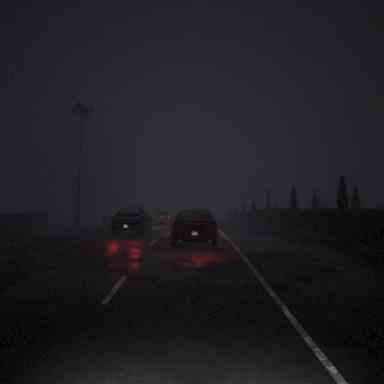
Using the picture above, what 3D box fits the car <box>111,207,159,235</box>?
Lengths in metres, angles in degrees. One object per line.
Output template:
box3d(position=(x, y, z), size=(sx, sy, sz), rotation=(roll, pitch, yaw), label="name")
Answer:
box3d(position=(-3.399, 1.639, 19.480), size=(2.128, 1.511, 4.902), rotation=(0, -2, 0), label="car")

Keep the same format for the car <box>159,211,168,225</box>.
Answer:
box3d(position=(-3.398, 3.176, 39.869), size=(2.097, 1.767, 4.553), rotation=(0, -7, 0), label="car")

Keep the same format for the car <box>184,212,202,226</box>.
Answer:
box3d(position=(0.102, 2.959, 35.846), size=(1.895, 1.301, 4.718), rotation=(0, -6, 0), label="car")

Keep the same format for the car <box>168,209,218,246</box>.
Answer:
box3d(position=(0.101, 1.495, 15.223), size=(1.882, 1.535, 5.008), rotation=(0, -1, 0), label="car")
